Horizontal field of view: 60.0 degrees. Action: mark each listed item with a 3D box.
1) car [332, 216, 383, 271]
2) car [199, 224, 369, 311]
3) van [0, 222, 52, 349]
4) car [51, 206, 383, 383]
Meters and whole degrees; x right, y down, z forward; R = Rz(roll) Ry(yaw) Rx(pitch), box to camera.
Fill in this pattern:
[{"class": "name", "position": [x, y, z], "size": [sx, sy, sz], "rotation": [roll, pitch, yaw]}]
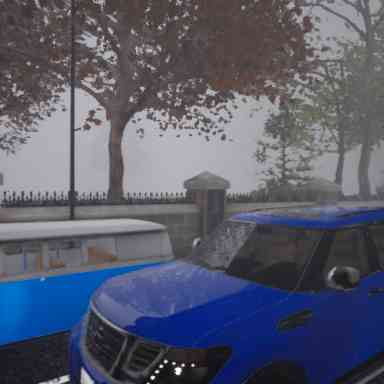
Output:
[{"class": "car", "position": [6.996, 1.614, 11.525], "size": [4.507, 1.381, 1.887], "rotation": [0, 0, -35]}, {"class": "car", "position": [2.407, 1.619, 8.263], "size": [4.206, 1.307, 1.802], "rotation": [0, 0, -35]}, {"class": "van", "position": [-2.182, 1.347, 5.002], "size": [3.998, 1.788, 1.690], "rotation": [0, 0, -35]}, {"class": "car", "position": [1.388, 1.241, 4.359], "size": [5.566, 2.045, 2.150], "rotation": [0, 0, -35]}]
